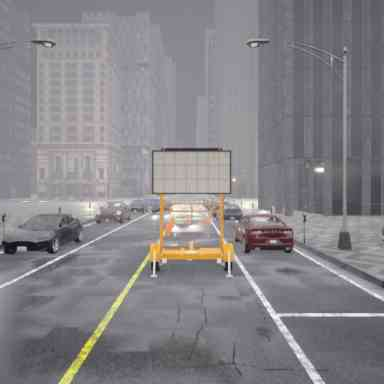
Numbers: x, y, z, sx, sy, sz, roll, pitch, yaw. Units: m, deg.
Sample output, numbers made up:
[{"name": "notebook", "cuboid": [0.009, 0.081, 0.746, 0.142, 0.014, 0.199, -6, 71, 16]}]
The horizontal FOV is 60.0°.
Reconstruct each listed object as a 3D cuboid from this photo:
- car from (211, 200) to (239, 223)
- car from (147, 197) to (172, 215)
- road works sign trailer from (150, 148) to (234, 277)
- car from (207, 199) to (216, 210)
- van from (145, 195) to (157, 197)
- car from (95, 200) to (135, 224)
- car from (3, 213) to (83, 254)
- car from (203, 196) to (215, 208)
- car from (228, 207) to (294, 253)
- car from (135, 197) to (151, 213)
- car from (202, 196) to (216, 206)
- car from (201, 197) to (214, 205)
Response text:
[{"name": "car", "cuboid": [2.741, 1.545, 24.754, 2.008, 1.369, 4.403, 0, 0, 0]}, {"name": "car", "cuboid": [-3.026, 1.537, 34.274, 2.033, 1.411, 5.357, 0, 0, 0]}, {"name": "road works sign trailer", "cuboid": [-0.007, 0.463, 10.205, 2.380, 3.560, 2.880, 0, 0, 0]}, {"name": "car", "cuboid": [2.736, 1.558, 30.394, 1.947, 1.339, 4.313, 0, 0, 0]}, {"name": "van", "cuboid": [-5.803, 1.320, 47.309, 1.690, 1.788, 3.998, 0, 0, 0]}, {"name": "car", "cuboid": [-5.785, 1.435, 24.744, 1.967, 1.590, 4.097, 0, 0, 0]}, {"name": "car", "cuboid": [-5.775, 1.564, 13.463, 1.947, 1.339, 4.313, 0, 0, 0]}, {"name": "car", "cuboid": [2.727, 1.509, 41.846, 1.752, 1.417, 4.829, 0, 0, 0]}, {"name": "car", "cuboid": [2.750, 1.543, 13.473, 1.887, 1.381, 4.507, 0, 0, 0]}, {"name": "car", "cuboid": [-5.793, 1.554, 36.027, 1.947, 1.339, 4.313, 0, 0, 0]}, {"name": "car", "cuboid": [2.718, 1.413, 52.958, 1.967, 1.590, 4.097, 0, 0, 0]}, {"name": "car", "cuboid": [2.714, 1.518, 58.599, 2.008, 1.369, 4.403, 0, 0, 0]}]
